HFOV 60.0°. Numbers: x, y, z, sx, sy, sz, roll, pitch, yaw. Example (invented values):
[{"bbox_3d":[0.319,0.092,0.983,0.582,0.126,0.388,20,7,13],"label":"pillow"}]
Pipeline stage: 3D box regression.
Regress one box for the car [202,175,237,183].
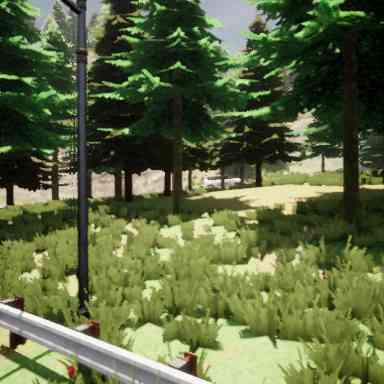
[{"bbox_3d":[3.940,-1.120,41.201,5.566,2.045,2.150,-5,-2,12],"label":"car"}]
